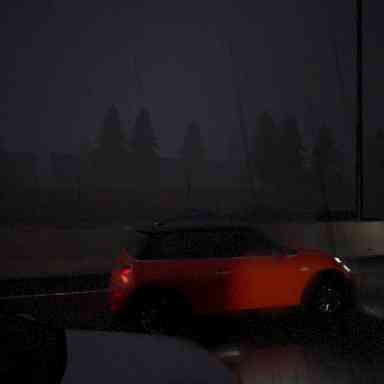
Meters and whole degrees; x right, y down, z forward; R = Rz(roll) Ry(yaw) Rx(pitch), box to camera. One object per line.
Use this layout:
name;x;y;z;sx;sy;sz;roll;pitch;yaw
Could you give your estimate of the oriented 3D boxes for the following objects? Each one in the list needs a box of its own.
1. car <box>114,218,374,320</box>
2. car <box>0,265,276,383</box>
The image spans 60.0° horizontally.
car;0.752;1.354;6.402;4.553;1.767;2.097;0;0;-15
car;-1.863;1.525;2.075;4.674;1.442;1.812;0;0;-15
